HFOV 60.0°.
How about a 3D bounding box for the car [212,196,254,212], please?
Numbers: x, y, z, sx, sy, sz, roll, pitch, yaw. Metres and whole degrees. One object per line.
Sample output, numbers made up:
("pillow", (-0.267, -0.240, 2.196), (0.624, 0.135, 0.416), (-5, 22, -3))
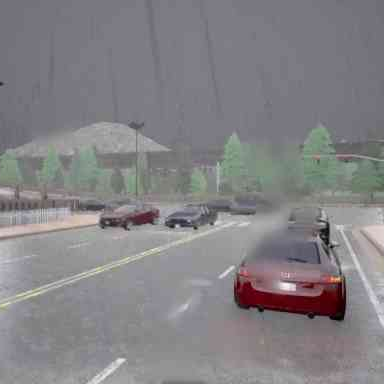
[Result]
("car", (3.659, 1.504, 35.309), (4.892, 1.490, 1.837), (0, 0, 20))

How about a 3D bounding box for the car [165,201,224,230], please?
("car", (0.140, 1.547, 21.499), (2.033, 1.411, 5.357), (0, 0, 22))

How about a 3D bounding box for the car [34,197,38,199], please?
("car", (-23.934, 1.301, 48.963), (4.674, 1.442, 1.812), (2, 1, 20))

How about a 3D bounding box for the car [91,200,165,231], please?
("car", (-3.830, 1.478, 21.018), (1.882, 1.535, 5.008), (0, 0, 22))

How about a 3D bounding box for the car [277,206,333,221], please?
("car", (5.537, 1.491, 15.787), (2.128, 1.511, 4.902), (0, 0, 22))

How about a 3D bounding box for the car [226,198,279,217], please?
("car", (5.625, 1.564, 30.885), (4.181, 1.385, 1.994), (0, 0, 20))

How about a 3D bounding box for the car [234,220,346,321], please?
("car", (2.288, 1.564, 7.492), (1.994, 1.385, 4.181), (0, 0, 21))

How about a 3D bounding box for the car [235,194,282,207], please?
("car", (7.348, 1.222, 37.701), (5.566, 2.045, 2.150), (0, 0, 20))

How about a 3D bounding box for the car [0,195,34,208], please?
("car", (-22.374, 1.445, 40.957), (4.674, 1.442, 1.812), (1, 1, 20))

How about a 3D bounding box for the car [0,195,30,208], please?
("car", (-25.007, 1.260, 45.632), (5.008, 1.535, 1.882), (2, 1, 20))

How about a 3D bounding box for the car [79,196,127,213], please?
("car", (-10.084, 1.492, 36.374), (4.902, 1.511, 2.128), (0, 0, 23))

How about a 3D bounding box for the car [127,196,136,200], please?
("car", (-8.211, 1.348, 43.296), (4.553, 1.767, 2.097), (0, 0, 20))
